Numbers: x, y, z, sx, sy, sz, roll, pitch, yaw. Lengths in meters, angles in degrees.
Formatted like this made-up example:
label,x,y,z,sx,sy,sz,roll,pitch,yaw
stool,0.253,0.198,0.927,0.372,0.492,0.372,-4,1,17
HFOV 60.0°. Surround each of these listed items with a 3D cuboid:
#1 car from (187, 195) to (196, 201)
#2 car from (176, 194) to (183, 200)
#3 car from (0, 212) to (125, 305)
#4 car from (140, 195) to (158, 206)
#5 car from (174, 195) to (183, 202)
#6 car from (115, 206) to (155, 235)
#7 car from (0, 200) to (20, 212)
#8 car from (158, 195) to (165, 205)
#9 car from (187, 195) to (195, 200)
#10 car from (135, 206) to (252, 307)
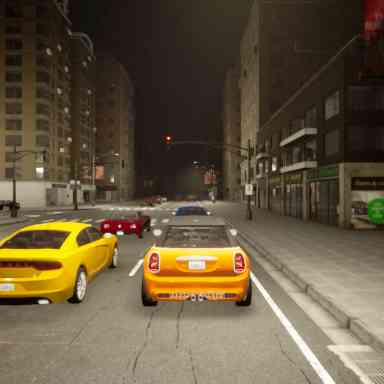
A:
label,x,y,z,sx,sy,sz,roll,pitch,yaw
car,-0.161,1.399,80.765,2.097,1.767,4.553,0,0,0
car,-3.432,1.421,90.794,1.882,1.535,5.008,0,0,0
car,-3.165,1.478,8.173,1.882,1.535,5.008,0,0,0
car,-6.693,1.545,50.313,1.812,1.442,4.674,0,0,0
car,-3.410,1.543,80.372,1.837,1.490,4.892,0,0,0
car,-3.284,1.603,17.430,1.895,1.301,4.718,0,0,0
car,-22.226,1.596,38.513,4.313,1.339,1.947,0,0,0
car,-6.691,1.379,60.549,2.097,1.767,4.553,0,0,0
car,-0.182,1.483,90.800,2.033,1.411,5.357,0,0,0
car,0.084,1.353,8.164,2.097,1.767,4.553,0,0,0
